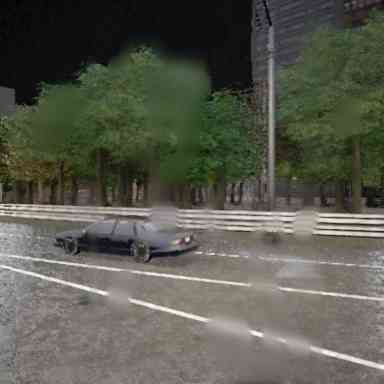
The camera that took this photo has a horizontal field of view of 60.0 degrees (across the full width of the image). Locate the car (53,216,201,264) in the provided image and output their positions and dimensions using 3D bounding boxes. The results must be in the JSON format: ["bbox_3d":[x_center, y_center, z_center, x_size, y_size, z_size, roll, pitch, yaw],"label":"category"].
[{"bbox_3d":[-2.386,1.567,11.787,5.357,1.411,2.033,0,0,26],"label":"car"}]
